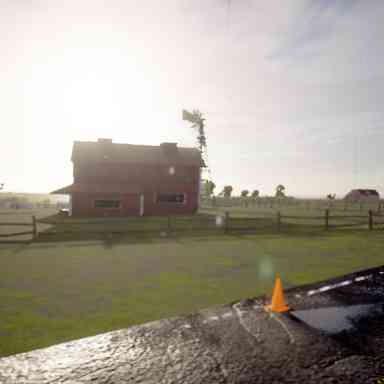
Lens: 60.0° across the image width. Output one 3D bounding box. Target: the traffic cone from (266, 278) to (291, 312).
[{"bbox_3d":[1.720,2.009,6.600,0.340,0.580,0.340,1,0,-35],"label":"traffic cone"}]
